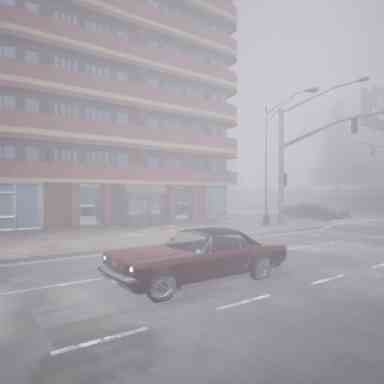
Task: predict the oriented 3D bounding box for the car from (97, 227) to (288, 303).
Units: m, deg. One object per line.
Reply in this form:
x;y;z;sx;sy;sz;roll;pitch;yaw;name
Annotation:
0.159;1.601;8.340;4.718;1.301;1.895;0;0;-35;car

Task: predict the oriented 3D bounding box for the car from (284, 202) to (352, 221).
10.123;1.547;27.243;2.033;1.411;5.357;0;0;-34;car
